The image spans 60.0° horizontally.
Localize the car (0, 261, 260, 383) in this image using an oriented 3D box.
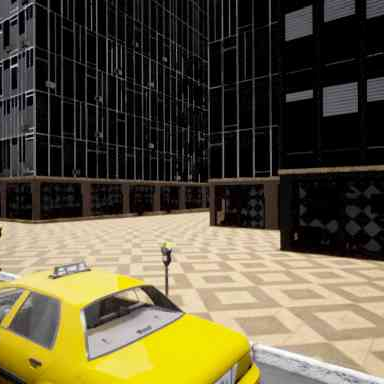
[{"bbox_3d":[-1.637,1.526,4.033,4.829,1.417,1.752,0,0,35],"label":"car"}]
